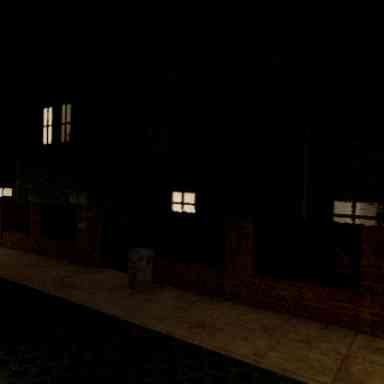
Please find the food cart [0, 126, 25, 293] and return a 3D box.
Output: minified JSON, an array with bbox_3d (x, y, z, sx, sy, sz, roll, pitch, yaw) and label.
[{"bbox_3d":[-6.356,0.274,7.846,4.660,3.560,2.280,3,0,35],"label":"food cart"}]
